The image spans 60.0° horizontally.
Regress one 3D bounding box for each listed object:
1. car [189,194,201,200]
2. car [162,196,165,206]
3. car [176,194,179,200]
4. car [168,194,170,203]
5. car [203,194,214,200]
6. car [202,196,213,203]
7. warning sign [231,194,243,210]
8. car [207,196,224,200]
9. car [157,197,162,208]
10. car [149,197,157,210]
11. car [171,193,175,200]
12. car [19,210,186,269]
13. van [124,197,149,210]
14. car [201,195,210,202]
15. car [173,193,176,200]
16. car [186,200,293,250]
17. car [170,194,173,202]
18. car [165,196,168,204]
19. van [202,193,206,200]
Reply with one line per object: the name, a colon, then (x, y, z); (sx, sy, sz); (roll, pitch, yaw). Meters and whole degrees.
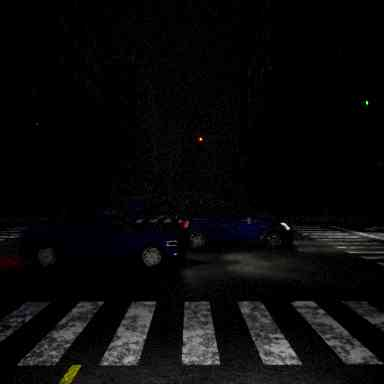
car: (0.346, 1.565, 63.712); (1.994, 1.385, 4.181); (0, 0, 0)
car: (-5.586, 1.584, 50.388); (1.802, 1.307, 4.206); (0, 0, 0)
car: (-5.369, 1.306, 90.065); (2.192, 1.841, 5.009); (0, 0, 0)
car: (-5.525, 1.526, 61.554); (1.752, 1.417, 4.829); (0, 0, 0)
car: (2.908, 1.443, 44.676); (1.967, 1.590, 4.097); (0, 0, 0)
car: (3.033, 1.550, 67.354); (2.008, 1.369, 4.403); (0, 0, 0)
warning sign: (5.280, 1.118, 39.319); (1.300, 1.860, 1.060); (0, 0, 0)
car: (2.846, 1.442, 33.339); (1.967, 1.590, 4.097); (0, 0, 0)
car: (-5.617, 1.568, 44.720); (1.947, 1.339, 4.313); (0, 0, 0)
car: (-5.648, 1.442, 39.051); (1.967, 1.590, 4.097); (0, 0, 0)
car: (-5.462, 1.542, 73.060); (1.887, 1.381, 4.507); (0, 0, 0)
car: (-2.802, 1.478, 10.638); (5.008, 1.535, 1.882); (0, 0, 0)
van: (-5.680, 1.342, 33.383); (1.690, 1.788, 3.998); (0, 0, 0)
car: (3.095, 1.436, 78.692); (1.967, 1.590, 4.097); (0, 0, 0)
car: (-5.432, 1.521, 78.559); (1.752, 1.417, 4.829); (0, 0, 0)
car: (1.801, 1.356, 13.906); (4.553, 1.767, 2.097); (0, 0, 0)
car: (-5.493, 1.565, 67.392); (1.947, 1.339, 4.313); (0, 0, 0)
car: (-5.555, 1.568, 56.056); (1.947, 1.339, 4.313); (0, 0, 0)
van: (2.970, 1.343, 56.015); (1.690, 1.788, 3.998); (0, 0, 0)
